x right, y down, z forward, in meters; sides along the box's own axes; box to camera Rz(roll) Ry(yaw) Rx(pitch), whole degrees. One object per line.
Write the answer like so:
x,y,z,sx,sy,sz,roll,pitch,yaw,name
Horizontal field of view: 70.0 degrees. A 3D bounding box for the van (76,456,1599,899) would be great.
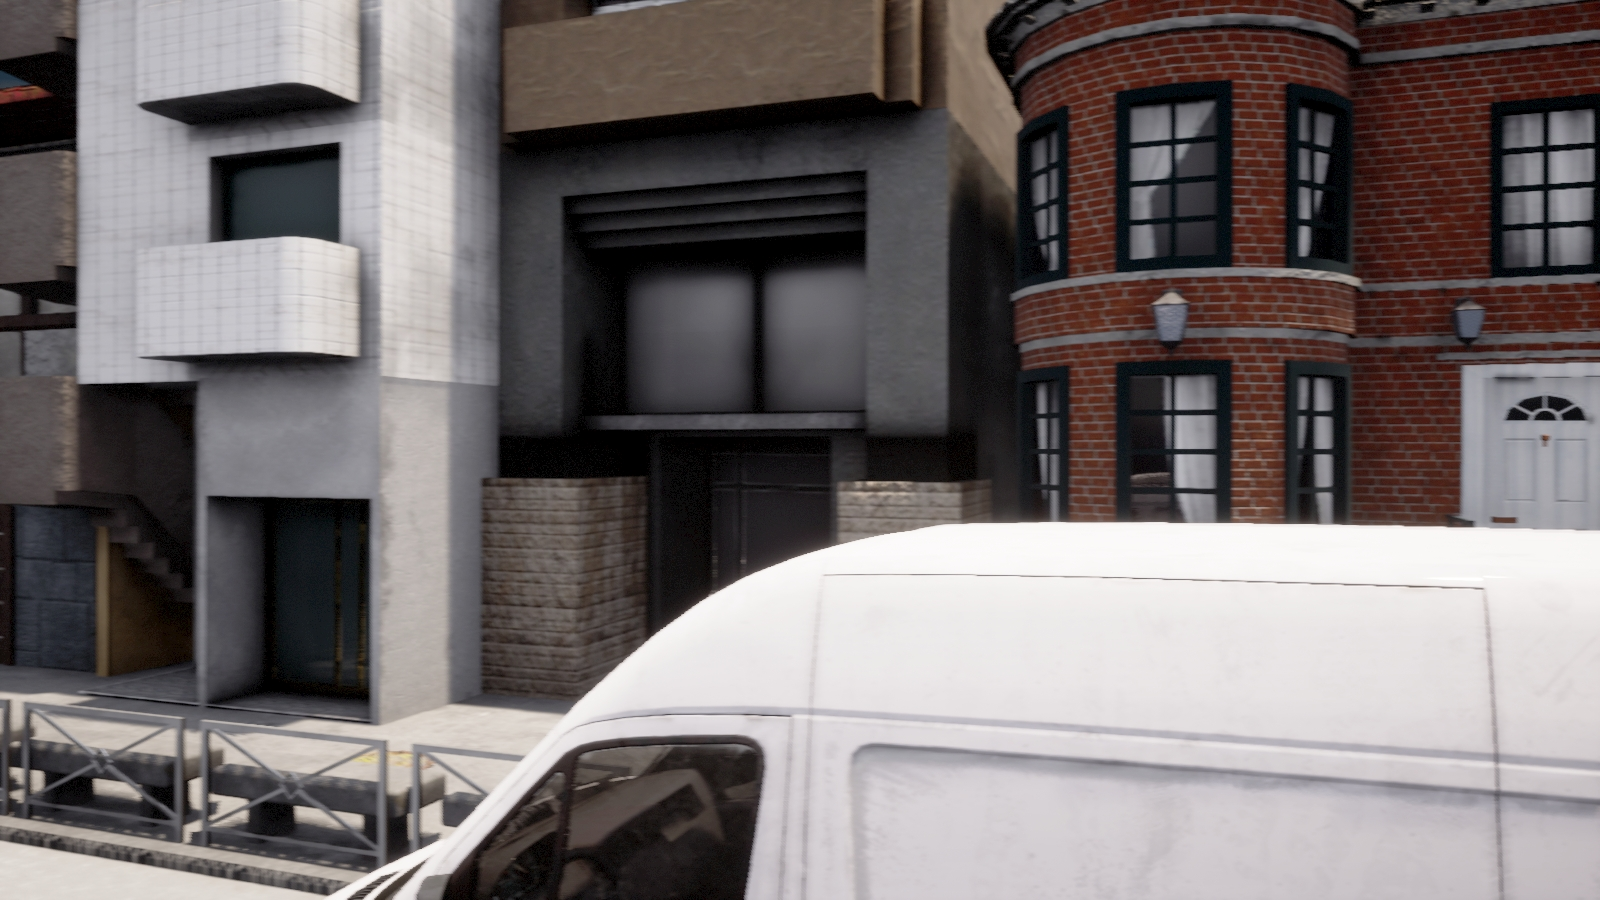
0.837,1.313,3.527,5.915,2.561,1.988,0,0,20,van
